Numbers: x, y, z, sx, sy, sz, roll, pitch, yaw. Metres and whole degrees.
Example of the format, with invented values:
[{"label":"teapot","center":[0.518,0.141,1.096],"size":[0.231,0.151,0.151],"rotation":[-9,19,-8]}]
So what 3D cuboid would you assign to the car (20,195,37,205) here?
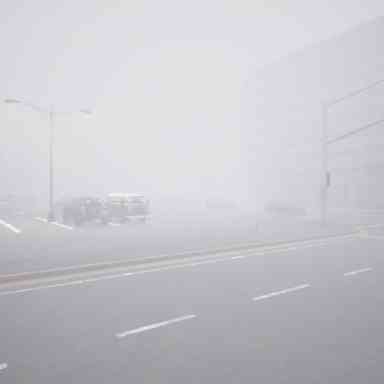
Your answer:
[{"label":"car","center":[-27.204,1.209,55.403],"size":[1.932,1.855,4.605],"rotation":[0,0,-35]}]

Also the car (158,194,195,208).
[{"label":"car","center":[-2.474,1.277,50.768],"size":[2.150,2.045,5.566],"rotation":[0,0,-36]}]

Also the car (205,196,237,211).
[{"label":"car","center":[3.622,1.407,42.191],"size":[2.097,1.767,4.553],"rotation":[0,0,-35]}]

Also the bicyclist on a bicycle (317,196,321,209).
[{"label":"bicyclist on a bicycle","center":[16.592,1.356,42.905],"size":[1.656,1.620,0.582],"rotation":[0,0,-35]}]

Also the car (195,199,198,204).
[{"label":"car","center":[-1.005,1.603,61.023],"size":[2.033,1.411,5.357],"rotation":[0,0,-35]}]

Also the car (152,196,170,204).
[{"label":"car","center":[-6.406,1.619,68.517],"size":[1.994,1.385,4.181],"rotation":[0,0,-35]}]

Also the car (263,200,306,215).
[{"label":"car","center":[9.380,1.581,34.131],"size":[1.812,1.442,4.674],"rotation":[0,0,-36]}]

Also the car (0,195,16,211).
[{"label":"car","center":[-21.730,1.451,37.950],"size":[1.970,1.475,3.806],"rotation":[0,0,-35]}]

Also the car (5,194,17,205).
[{"label":"car","center":[-29.599,1.212,53.777],"size":[1.905,1.878,3.866],"rotation":[0,0,-35]}]

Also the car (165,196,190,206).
[{"label":"car","center":[-2.549,1.533,57.236],"size":[1.882,1.535,5.008],"rotation":[0,0,-36]}]

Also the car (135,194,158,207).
[{"label":"car","center":[-8.853,1.547,66.074],"size":[2.128,1.511,4.902],"rotation":[0,0,-35]}]
